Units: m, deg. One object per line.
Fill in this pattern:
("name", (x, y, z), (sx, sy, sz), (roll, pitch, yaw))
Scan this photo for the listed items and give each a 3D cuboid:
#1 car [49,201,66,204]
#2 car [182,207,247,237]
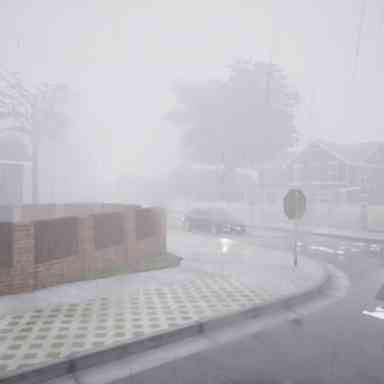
("car", (-18.673, 1.996, 46.627), (2.097, 1.767, 4.553), (2, -2, -42))
("car", (1.185, 1.699, 19.579), (1.837, 1.490, 4.892), (1, -1, -32))
